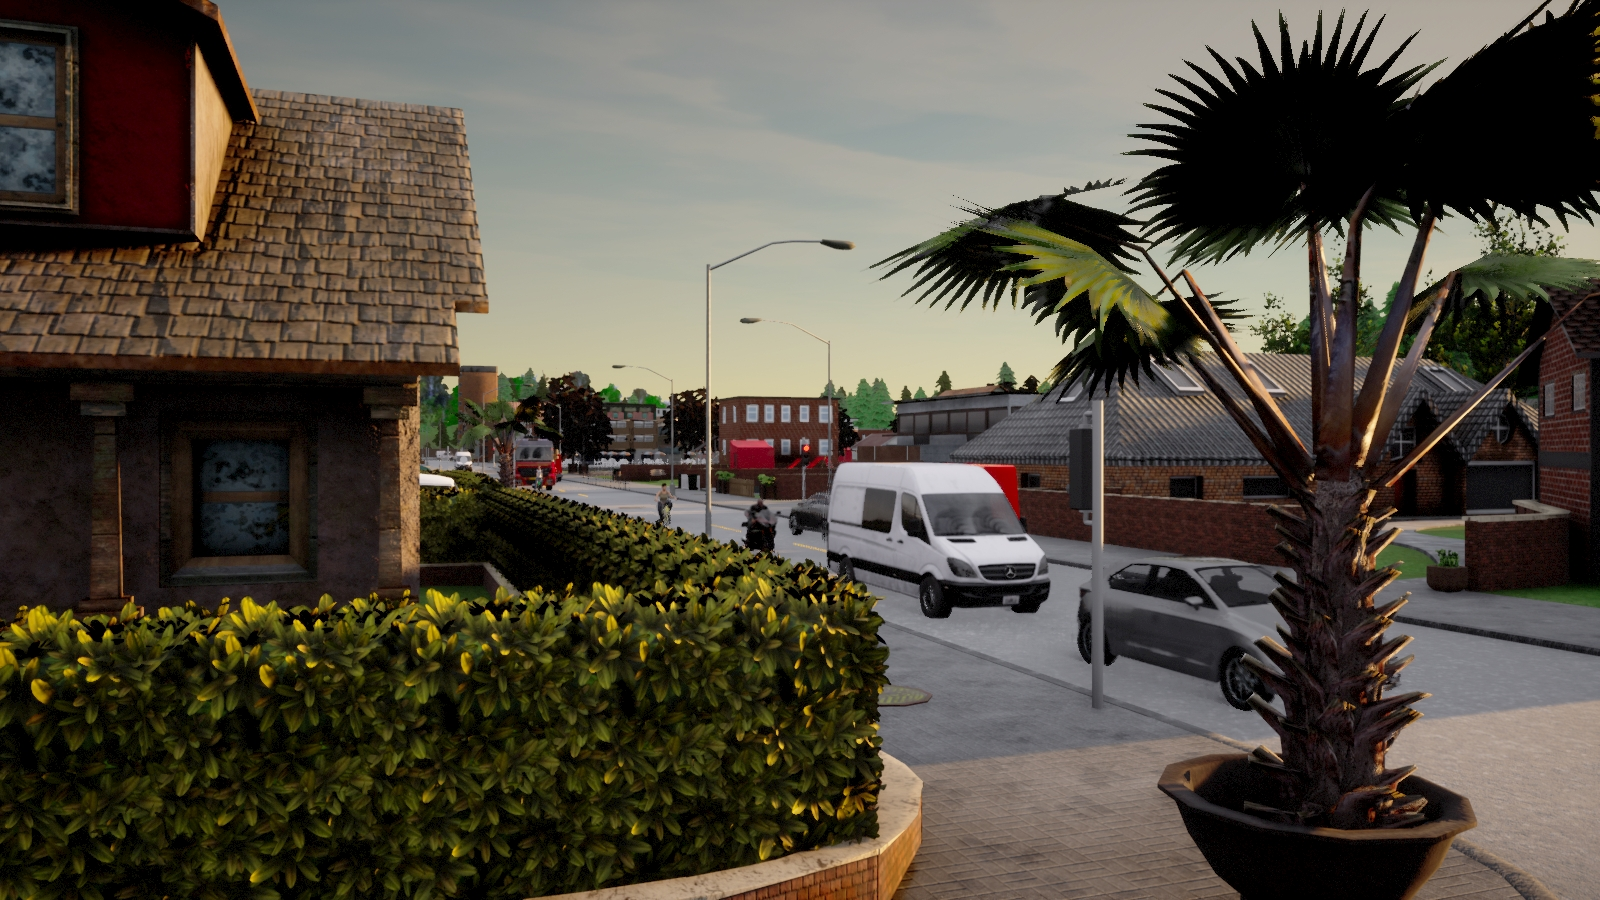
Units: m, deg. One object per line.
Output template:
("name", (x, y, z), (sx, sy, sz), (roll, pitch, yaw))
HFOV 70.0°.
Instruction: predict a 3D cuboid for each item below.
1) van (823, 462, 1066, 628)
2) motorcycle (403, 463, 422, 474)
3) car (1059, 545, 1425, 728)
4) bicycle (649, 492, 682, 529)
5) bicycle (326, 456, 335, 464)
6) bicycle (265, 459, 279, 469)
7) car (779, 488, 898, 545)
("van", (2.416, 1.538, 21.197), (1.988, 2.561, 5.915), (0, 0, -20))
("motorcycle", (-45.220, 2.188, 133.253), (2.033, 1.199, 0.803), (0, 2, -9))
("car", (5.085, 2.070, 13.828), (1.816, 1.474, 4.193), (0, 0, -20))
("bicycle", (-4.856, 2.162, 41.088), (0.859, 1.276, 1.487), (0, 0, -20))
("bicycle", (-94.620, 2.053, 230.229), (1.643, 1.496, 0.373), (1, 0, -20))
("bicycle", (-77.122, 2.055, 166.953), (1.835, 1.471, 0.329), (0, 0, -20))
("car", (1.122, 2.053, 36.412), (2.128, 1.511, 4.902), (0, 0, -20))
